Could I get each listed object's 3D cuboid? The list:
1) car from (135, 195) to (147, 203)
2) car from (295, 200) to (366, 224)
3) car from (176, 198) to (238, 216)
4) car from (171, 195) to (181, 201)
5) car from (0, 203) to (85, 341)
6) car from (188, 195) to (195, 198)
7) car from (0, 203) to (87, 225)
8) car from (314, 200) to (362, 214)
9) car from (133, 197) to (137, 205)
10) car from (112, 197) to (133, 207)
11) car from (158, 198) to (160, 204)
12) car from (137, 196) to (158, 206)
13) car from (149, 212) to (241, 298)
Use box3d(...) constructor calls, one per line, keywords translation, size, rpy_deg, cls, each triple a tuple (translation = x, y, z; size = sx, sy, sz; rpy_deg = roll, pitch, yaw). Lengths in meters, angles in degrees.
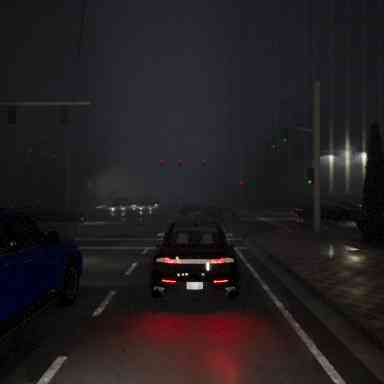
box3d(translation=(-10.618, 1.477, 69.782), size=(1.882, 1.535, 5.008), rpy_deg=(0, 0, 0), cls="car")
box3d(translation=(10.004, 1.491, 24.141), size=(4.902, 1.511, 2.128), rpy_deg=(0, 0, -1), cls="car")
box3d(translation=(1.298, 1.491, 27.539), size=(4.902, 1.511, 2.128), rpy_deg=(0, 0, -1), cls="car")
box3d(translation=(-3.629, 1.339, 76.057), size=(1.812, 1.442, 4.674), rpy_deg=(0, 0, 0), cls="car")
box3d(translation=(-3.450, 1.221, 4.845), size=(2.150, 2.045, 5.566), rpy_deg=(0, 0, 1), cls="car")
box3d(translation=(-0.128, 1.429, 75.523), size=(1.837, 1.490, 4.892), rpy_deg=(0, 0, 0), cls="car")
box3d(translation=(-10.575, 1.547, 23.898), size=(5.357, 1.411, 2.033), rpy_deg=(0, 0, -1), cls="car")
box3d(translation=(15.234, 1.564, 34.904), size=(4.181, 1.385, 1.994), rpy_deg=(0, 0, -1), cls="car")
box3d(translation=(-10.670, 1.601, 59.340), size=(1.895, 1.301, 4.718), rpy_deg=(0, 0, 0), cls="car")
box3d(translation=(-10.683, 1.526, 50.231), size=(1.812, 1.442, 4.674), rpy_deg=(0, 0, 0), cls="car")
box3d(translation=(-7.164, 1.564, 62.908), size=(1.994, 1.385, 4.181), rpy_deg=(0, 0, 0), cls="car")
box3d(translation=(-7.178, 1.505, 53.999), size=(1.837, 1.490, 4.892), rpy_deg=(0, 0, 0), cls="car")
box3d(translation=(0.079, 1.492, 8.477), size=(2.128, 1.511, 4.902), rpy_deg=(0, 0, 1), cls="car")
